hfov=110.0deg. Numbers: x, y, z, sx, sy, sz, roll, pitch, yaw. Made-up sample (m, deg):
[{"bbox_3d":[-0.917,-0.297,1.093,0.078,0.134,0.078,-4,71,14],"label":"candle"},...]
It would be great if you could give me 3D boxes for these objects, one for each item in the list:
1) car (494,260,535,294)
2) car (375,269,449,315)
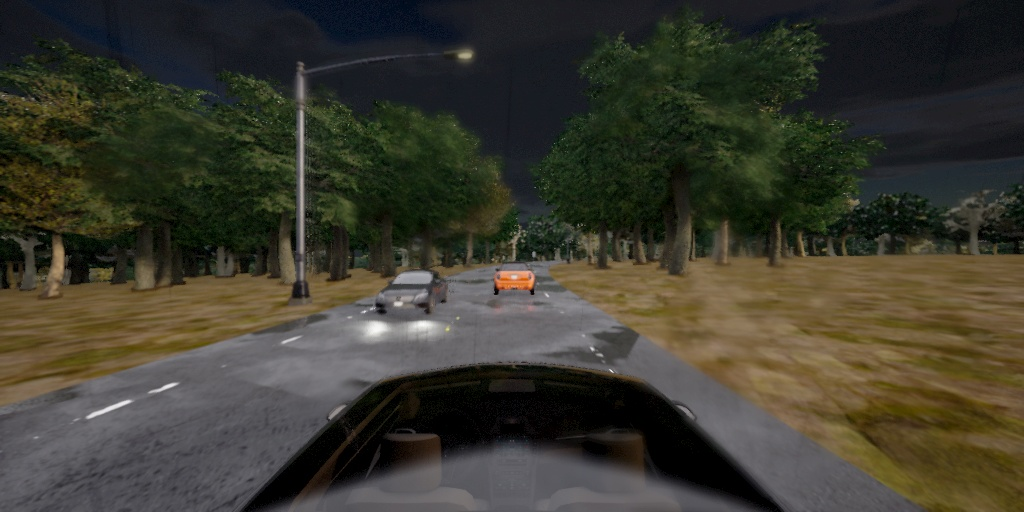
[{"bbox_3d":[0.128,1.067,19.951,2.097,1.767,4.553,0,0,0],"label":"car"},{"bbox_3d":[-3.577,1.258,13.655,1.812,1.442,4.674,0,0,0],"label":"car"}]
